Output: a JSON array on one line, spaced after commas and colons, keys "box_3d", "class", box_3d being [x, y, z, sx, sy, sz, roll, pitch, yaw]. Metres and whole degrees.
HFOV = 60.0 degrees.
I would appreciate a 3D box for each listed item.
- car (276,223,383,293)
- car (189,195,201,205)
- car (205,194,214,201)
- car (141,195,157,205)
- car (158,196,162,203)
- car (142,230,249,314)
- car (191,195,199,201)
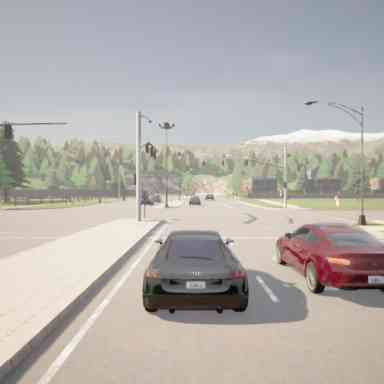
[{"box_3d": [3.554, 1.525, 8.708, 1.812, 1.442, 4.674, 0, 0, 0], "class": "car"}, {"box_3d": [0.491, 1.559, 56.708, 1.994, 1.385, 4.181, 0, 0, 1], "class": "car"}, {"box_3d": [4.334, 1.182, 82.059, 2.097, 1.767, 4.553, 0, 0, 1], "class": "car"}, {"box_3d": [-7.577, 1.597, 56.336, 1.895, 1.301, 4.718, 0, 0, 1], "class": "car"}, {"box_3d": [-7.344, 1.500, 69.053, 1.837, 1.490, 4.892, 0, 0, 1], "class": "car"}, {"box_3d": [0.056, 1.563, 7.704, 1.994, 1.385, 4.181, 0, 0, 0], "class": "car"}, {"box_3d": [0.835, 1.422, 82.164, 1.895, 1.301, 4.718, 0, 0, 1], "class": "car"}]
